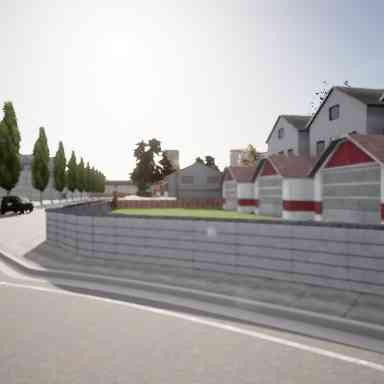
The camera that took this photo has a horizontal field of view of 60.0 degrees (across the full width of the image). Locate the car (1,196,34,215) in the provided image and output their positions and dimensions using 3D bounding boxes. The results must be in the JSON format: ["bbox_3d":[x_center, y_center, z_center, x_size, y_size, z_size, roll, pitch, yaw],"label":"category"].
[{"bbox_3d":[-19.991,1.484,38.275,2.150,2.045,5.566,0,0,-10],"label":"car"}]
